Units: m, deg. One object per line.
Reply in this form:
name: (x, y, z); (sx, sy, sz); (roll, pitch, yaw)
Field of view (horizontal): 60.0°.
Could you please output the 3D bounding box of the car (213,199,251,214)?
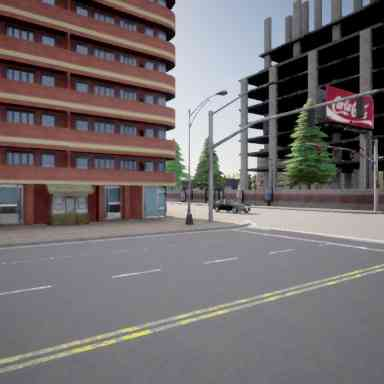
car: (4.209, 1.491, 35.904); (2.128, 1.511, 4.902); (0, 0, -35)
